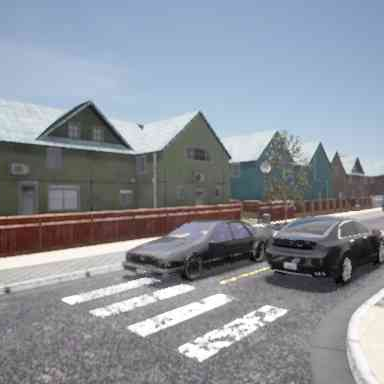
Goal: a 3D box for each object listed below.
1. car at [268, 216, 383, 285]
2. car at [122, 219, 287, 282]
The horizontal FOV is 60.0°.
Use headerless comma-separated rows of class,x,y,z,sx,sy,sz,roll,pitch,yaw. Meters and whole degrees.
car,3.945,1.446,9.434,1.837,1.490,4.892,-2,-1,44
car,0.552,1.565,10.165,2.033,1.411,5.357,-2,-1,44
